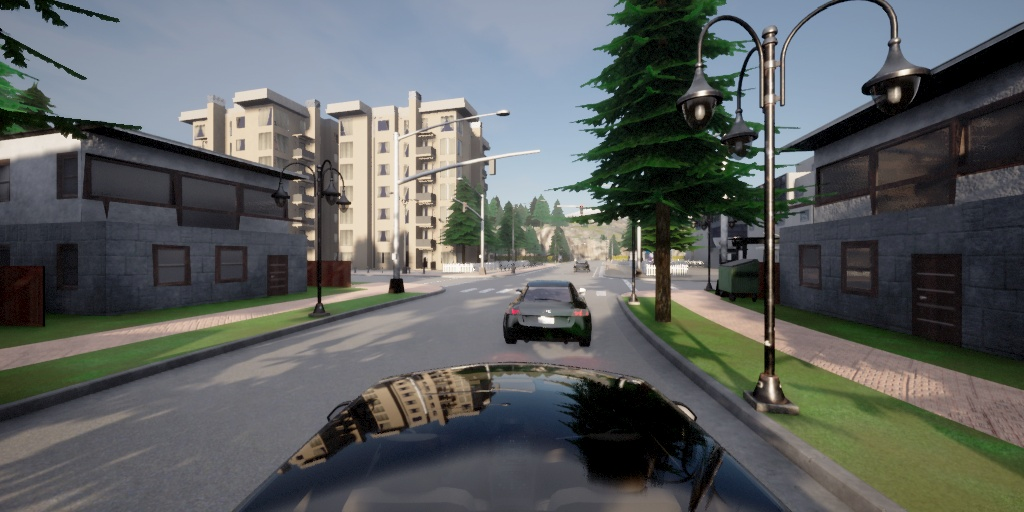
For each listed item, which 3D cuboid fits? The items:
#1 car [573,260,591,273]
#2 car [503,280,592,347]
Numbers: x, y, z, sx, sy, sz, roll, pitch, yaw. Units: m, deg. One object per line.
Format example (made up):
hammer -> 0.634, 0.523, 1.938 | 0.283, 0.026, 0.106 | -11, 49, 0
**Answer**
car -> 8.776, 1.276, 44.988 | 2.128, 1.511, 4.902 | 0, 0, 14
car -> 1.005, 1.314, 9.454 | 1.994, 1.385, 4.181 | 0, 0, 8
